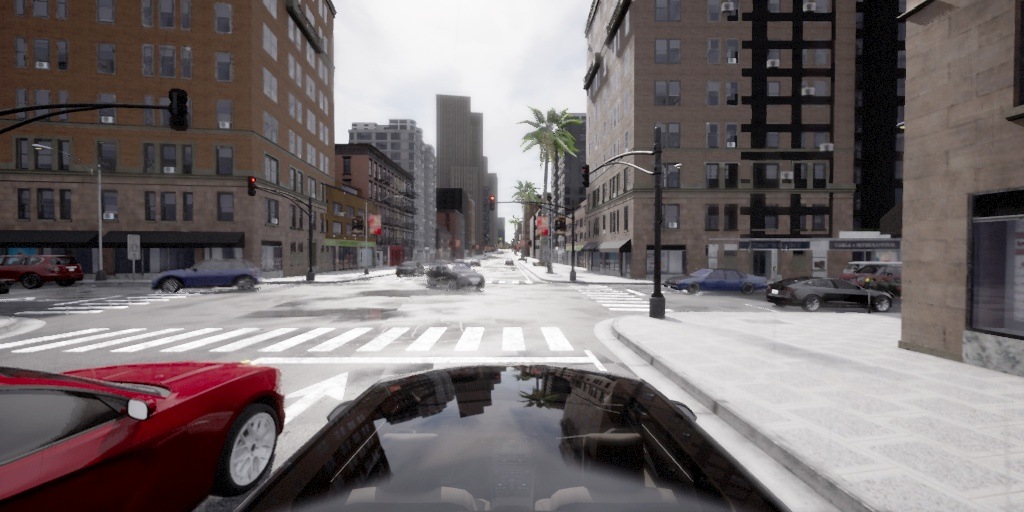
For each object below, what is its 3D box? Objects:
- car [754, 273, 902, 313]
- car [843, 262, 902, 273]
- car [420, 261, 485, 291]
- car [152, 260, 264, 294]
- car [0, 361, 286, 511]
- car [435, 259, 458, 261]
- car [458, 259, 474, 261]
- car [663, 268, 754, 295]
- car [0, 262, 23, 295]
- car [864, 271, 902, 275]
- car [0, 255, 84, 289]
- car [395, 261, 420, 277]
[{"bbox_3d":[12.863,1.521,14.714,4.313,1.339,1.948,0,0,0],"label":"car"},{"bbox_3d":[21.175,1.290,20.671,4.553,1.767,2.097,0,1,0],"label":"car"},{"bbox_3d":[-3.522,1.242,21.998,2.128,1.511,4.902,0,0,-37],"label":"car"},{"bbox_3d":[-16.367,0.994,19.543,4.553,1.767,2.097,0,0,-28],"label":"car"},{"bbox_3d":[-3.144,1.228,1.476,1.882,1.535,5.008,0,0,1],"label":"car"},{"bbox_3d":[-6.847,1.115,34.872,2.097,1.767,4.553,0,0,0],"label":"car"},{"bbox_3d":[-6.957,1.365,50.245,1.895,1.301,4.718,0,0,0],"label":"car"},{"bbox_3d":[11.705,1.412,20.661,5.357,1.411,2.033,0,1,0],"label":"car"},{"bbox_3d":[-24.034,1.134,14.576,4.892,1.490,1.837,1,1,-9],"label":"car"},{"bbox_3d":[20.556,1.578,17.479,4.718,1.301,1.895,0,1,0],"label":"car"},{"bbox_3d":[-27.280,0.847,19.909,5.009,1.841,2.192,0,0,-9],"label":"car"},{"bbox_3d":[-10.102,1.268,35.693,1.837,1.490,4.892,0,0,0],"label":"car"}]
